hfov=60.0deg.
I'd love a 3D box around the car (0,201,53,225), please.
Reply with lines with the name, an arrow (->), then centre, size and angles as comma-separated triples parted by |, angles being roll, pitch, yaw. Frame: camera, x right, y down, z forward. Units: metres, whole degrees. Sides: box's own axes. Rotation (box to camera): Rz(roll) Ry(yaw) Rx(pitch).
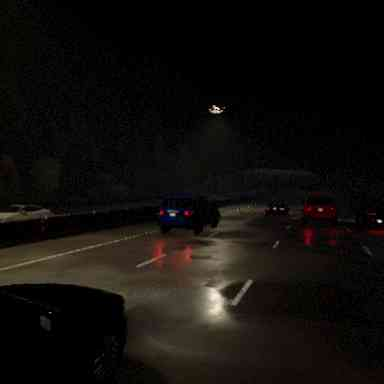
car -> -13.026, 1.486, 25.155 | 1.837, 1.490, 4.892 | 0, 0, 20

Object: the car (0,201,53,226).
car -> -10.851, 1.518, 20.907 | 1.812, 1.442, 4.674 | 0, 0, 20

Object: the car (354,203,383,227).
car -> 12.377, 1.522, 22.735 | 1.837, 1.490, 4.892 | 0, 0, 20

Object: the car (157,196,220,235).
car -> -0.049, 1.236, 19.300 | 2.150, 2.045, 5.566 | 0, 0, 20

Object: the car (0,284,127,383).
car -> -2.389, 1.478, 2.649 | 1.882, 1.535, 5.008 | 0, 0, 20

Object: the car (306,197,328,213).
car -> 13.796, 1.407, 36.859 | 2.128, 1.511, 4.902 | 0, 1, 20

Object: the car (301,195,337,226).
car -> 9.207, 1.231, 24.205 | 2.150, 2.045, 5.566 | 0, 1, 18

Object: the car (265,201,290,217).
car -> 8.125, 1.510, 31.512 | 2.033, 1.411, 5.357 | 0, 0, 20
